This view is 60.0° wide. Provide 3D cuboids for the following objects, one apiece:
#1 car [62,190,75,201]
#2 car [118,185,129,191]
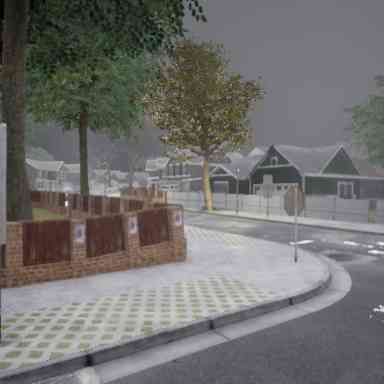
[{"bbox_3d":[-17.531,0.465,47.373,1.837,1.490,4.892,0,1,-31],"label":"car"},{"bbox_3d":[-19.128,-0.922,91.893,1.812,1.442,4.674,0,2,-1],"label":"car"}]
